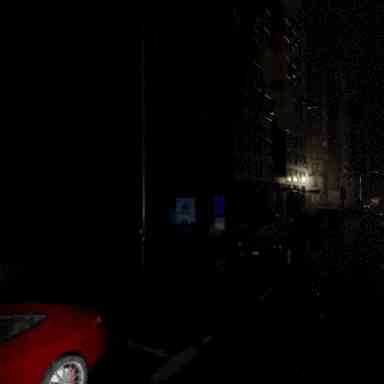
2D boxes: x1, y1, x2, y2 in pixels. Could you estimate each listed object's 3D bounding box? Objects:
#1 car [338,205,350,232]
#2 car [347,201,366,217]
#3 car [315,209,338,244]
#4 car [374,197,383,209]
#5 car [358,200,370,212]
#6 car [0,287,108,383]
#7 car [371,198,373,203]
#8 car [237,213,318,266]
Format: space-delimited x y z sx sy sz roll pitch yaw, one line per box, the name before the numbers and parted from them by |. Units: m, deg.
car | 8.843 1.777 21.739 1.947 1.339 4.313 -1 -1 31
car | 17.406 1.911 35.931 1.802 1.307 4.206 -1 -1 31
car | 5.988 1.738 17.009 1.947 1.339 4.313 -1 -1 31
car | 30.395 1.931 52.296 2.128 1.511 4.902 -1 -1 31
car | 20.260 1.934 40.661 1.947 1.339 4.313 -1 -1 31
car | -2.575 1.637 2.818 1.802 1.307 4.206 -1 -1 31
car | 23.114 1.847 45.393 1.967 1.590 4.097 -1 -1 31
car | 3.134 1.678 12.279 1.887 1.381 4.507 -1 -1 31
